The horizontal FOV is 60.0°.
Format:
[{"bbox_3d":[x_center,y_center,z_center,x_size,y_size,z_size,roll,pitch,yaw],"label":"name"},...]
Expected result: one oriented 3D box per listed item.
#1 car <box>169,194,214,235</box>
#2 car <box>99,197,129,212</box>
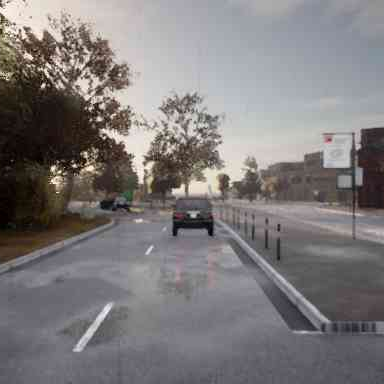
[{"bbox_3d":[-0.001,1.234,18.912,2.150,2.045,5.566,0,0,-2],"label":"car"},{"bbox_3d":[-9.189,1.318,39.089,2.097,1.767,4.553,0,0,-38],"label":"car"}]
